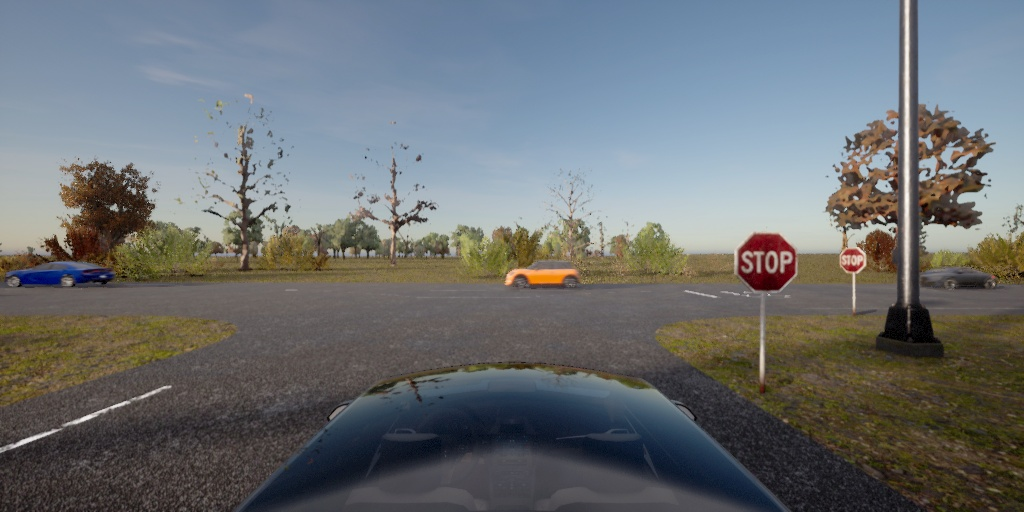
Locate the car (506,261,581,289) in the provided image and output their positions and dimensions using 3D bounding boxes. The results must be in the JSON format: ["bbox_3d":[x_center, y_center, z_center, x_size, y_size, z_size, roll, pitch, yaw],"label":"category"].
[{"bbox_3d":[1.899,1.090,22.486,4.553,1.767,2.097,0,0,-1],"label":"car"}]

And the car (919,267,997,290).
[{"bbox_3d":[28.205,1.398,23.104,4.181,1.385,1.994,0,0,-1],"label":"car"}]

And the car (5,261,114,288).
[{"bbox_3d":[-27.425,1.093,21.827,5.008,1.535,1.882,0,0,-1],"label":"car"}]
